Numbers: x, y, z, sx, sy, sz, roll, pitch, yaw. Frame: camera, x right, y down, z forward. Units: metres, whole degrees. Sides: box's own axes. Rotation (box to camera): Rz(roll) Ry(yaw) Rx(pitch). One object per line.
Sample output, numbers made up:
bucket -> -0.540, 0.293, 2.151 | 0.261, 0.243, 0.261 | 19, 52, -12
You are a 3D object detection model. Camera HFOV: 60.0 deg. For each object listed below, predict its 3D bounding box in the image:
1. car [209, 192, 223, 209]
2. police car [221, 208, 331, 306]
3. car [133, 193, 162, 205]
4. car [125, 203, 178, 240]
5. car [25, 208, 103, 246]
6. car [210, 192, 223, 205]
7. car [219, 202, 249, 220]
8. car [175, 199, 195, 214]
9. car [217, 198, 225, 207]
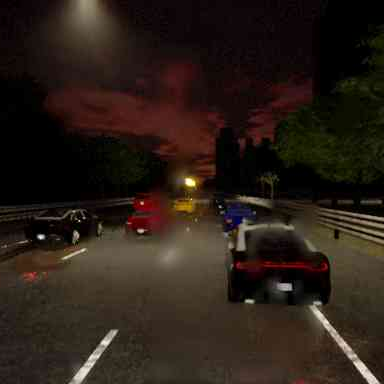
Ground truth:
car -> 3.379, 1.265, 44.494 | 2.097, 1.767, 4.553 | 0, 0, 4
police car -> 1.787, 1.415, 8.245 | 1.930, 1.638, 5.238 | 0, 0, 5
car -> -4.347, 1.164, 32.985 | 2.150, 2.045, 5.566 | 0, 0, 4
car -> -2.022, 1.504, 16.703 | 1.812, 1.442, 4.674 | 0, 0, 4
car -> -5.642, 1.486, 15.281 | 1.837, 1.490, 4.892 | 0, 0, 4
car -> 4.234, 1.084, 58.971 | 2.150, 2.045, 5.566 | 0, 0, 3
car -> 2.558, 1.500, 18.150 | 1.812, 1.442, 4.674 | 0, 0, 4
car -> -0.754, 1.420, 34.243 | 1.882, 1.535, 5.008 | 0, 0, 4
car -> 3.003, 1.441, 24.160 | 1.882, 1.535, 5.008 | 0, 0, 4
